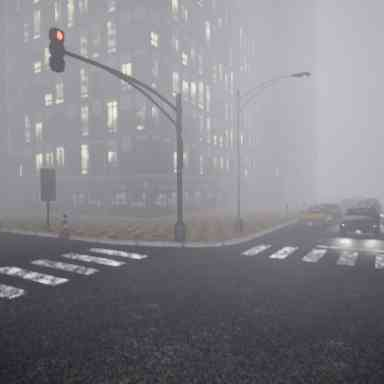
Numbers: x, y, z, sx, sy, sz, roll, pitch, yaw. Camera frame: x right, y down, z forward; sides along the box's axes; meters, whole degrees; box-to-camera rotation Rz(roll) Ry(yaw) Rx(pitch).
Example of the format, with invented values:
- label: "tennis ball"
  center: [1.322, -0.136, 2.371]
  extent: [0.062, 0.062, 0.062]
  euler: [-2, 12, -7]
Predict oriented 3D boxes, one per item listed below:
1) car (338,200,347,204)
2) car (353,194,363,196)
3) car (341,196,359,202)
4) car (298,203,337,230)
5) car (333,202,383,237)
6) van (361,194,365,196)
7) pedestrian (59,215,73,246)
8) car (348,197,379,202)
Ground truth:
- label: "car"
  center: [10.754, 1.525, 26.205]
  extent: [1.947, 1.339, 4.313]
  euler: [-1, 0, 29]
- label: "car"
  center: [24.605, 1.465, 50.852]
  extent: [1.887, 1.381, 4.507]
  euler: [-1, 0, 29]
- label: "car"
  center: [19.065, 1.481, 40.993]
  extent: [1.887, 1.381, 4.507]
  euler: [-1, 0, 29]
- label: "car"
  center: [7.901, 1.493, 21.127]
  extent: [1.752, 1.417, 4.829]
  euler: [-1, 0, 29]
- label: "car"
  center: [9.311, 1.517, 18.308]
  extent: [2.033, 1.411, 5.357]
  euler: [0, 0, 29]
- label: "van"
  center: [30.143, 1.246, 60.713]
  extent: [1.690, 1.788, 3.998]
  euler: [-1, 0, 29]
- label: "pedestrian"
  center: [-4.768, 1.387, 12.624]
  extent: [0.375, 1.300, 0.375]
  euler: [0, 1, 30]
- label: "car"
  center: [14.204, 1.447, 26.973]
  extent: [2.128, 1.511, 4.902]
  euler: [0, 0, 30]
